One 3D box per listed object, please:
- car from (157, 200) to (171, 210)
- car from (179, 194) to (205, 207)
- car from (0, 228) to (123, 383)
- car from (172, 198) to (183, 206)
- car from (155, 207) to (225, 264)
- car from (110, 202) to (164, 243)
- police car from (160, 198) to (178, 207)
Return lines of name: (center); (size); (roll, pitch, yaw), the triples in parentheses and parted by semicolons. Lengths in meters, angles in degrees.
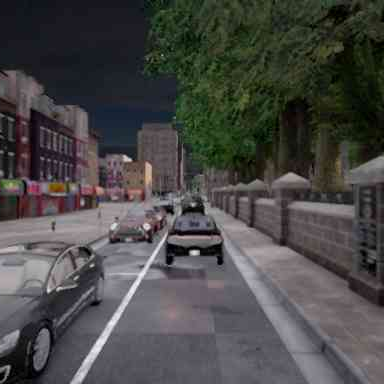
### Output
car: (-2.646, 1.509, 21.228); (1.967, 1.590, 4.097); (0, 0, 0)
car: (0.100, 1.328, 33.085); (2.150, 2.045, 5.566); (0, 0, 0)
car: (-2.651, 1.568, 5.417); (2.008, 1.369, 4.403); (0, 0, 0)
car: (-2.634, 1.763, 61.510); (1.947, 1.339, 4.313); (0, 0, 0)
car: (0.085, 1.531, 11.951); (2.128, 1.511, 4.902); (0, 0, 0)
car: (-2.647, 1.492, 15.957); (1.967, 1.590, 4.097); (0, 0, 0)
police car: (-2.748, 1.536, 34.258); (1.930, 1.638, 5.238); (0, 0, 0)
